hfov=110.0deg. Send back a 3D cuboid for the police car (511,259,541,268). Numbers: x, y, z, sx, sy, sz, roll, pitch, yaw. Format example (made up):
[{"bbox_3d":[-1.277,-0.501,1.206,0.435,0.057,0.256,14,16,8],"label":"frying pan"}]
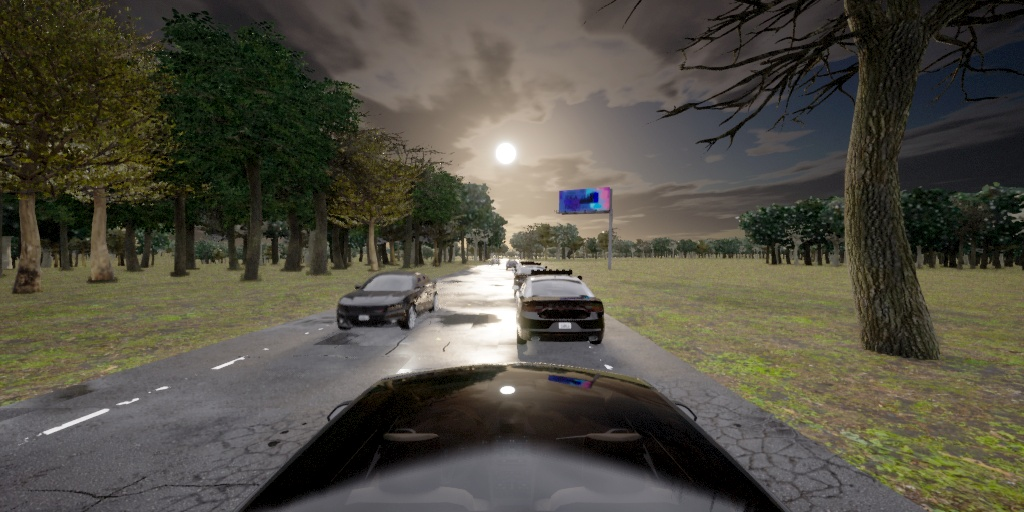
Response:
[{"bbox_3d":[1.045,1.170,19.682,1.930,1.638,5.238,0,0,0],"label":"police car"}]

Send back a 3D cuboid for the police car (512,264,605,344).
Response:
[{"bbox_3d":[1.048,1.173,9.681,1.930,1.638,5.238,0,0,0],"label":"police car"}]

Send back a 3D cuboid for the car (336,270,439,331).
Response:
[{"bbox_3d":[-3.600,1.225,11.209,1.882,1.535,5.008,0,0,0],"label":"car"}]

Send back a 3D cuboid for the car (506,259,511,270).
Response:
[{"bbox_3d":[0.046,1.348,52.531,1.895,1.301,4.718,0,0,0],"label":"car"}]

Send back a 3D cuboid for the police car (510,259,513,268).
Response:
[{"bbox_3d":[1.044,1.169,25.683,1.930,1.638,5.238,0,0,0],"label":"police car"}]
